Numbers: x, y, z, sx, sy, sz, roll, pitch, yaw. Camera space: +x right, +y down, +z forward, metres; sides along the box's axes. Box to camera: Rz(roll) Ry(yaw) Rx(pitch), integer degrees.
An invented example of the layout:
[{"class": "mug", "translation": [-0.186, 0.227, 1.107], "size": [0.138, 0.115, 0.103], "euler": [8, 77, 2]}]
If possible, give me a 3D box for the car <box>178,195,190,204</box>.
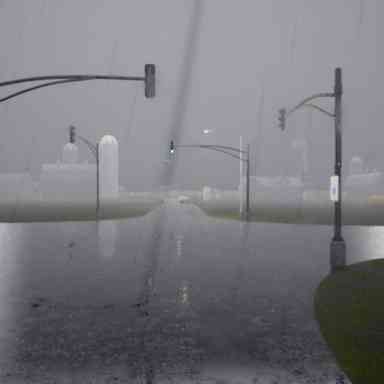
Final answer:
[{"class": "car", "translation": [-1.487, 1.810, 69.744], "size": [1.812, 1.442, 4.674], "euler": [0, 0, -3]}]
